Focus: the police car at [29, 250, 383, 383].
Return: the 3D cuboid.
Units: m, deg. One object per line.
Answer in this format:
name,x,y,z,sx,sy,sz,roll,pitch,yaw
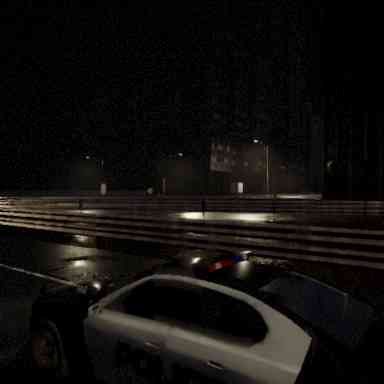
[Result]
police car,0.030,1.504,3.849,4.974,1.542,2.038,0,0,36
